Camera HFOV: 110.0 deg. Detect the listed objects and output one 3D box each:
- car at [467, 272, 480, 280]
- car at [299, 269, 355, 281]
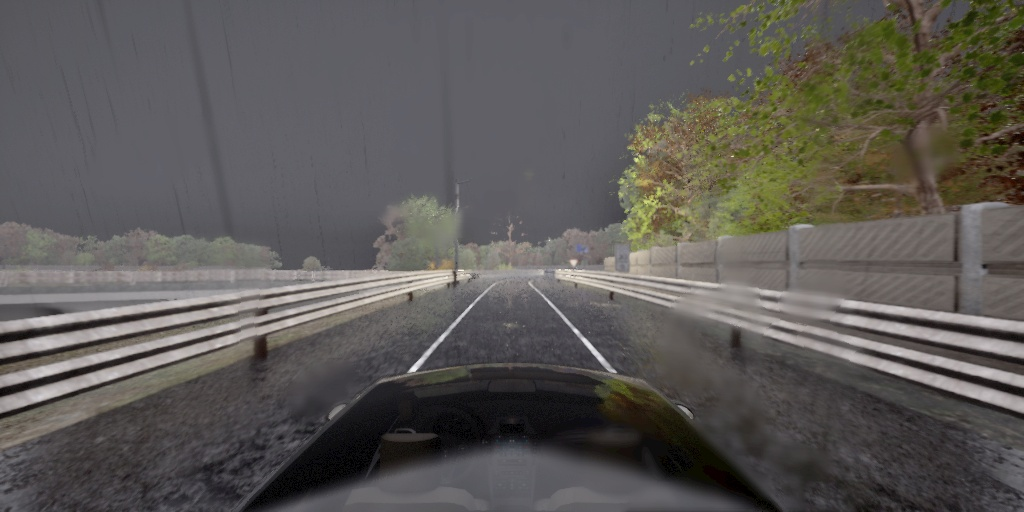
[{"bbox_3d":[-6.090,2.517,46.843,1.994,1.385,4.181,-2,-3,41],"label":"car"},{"bbox_3d":[-17.899,1.995,34.918,4.902,1.511,2.128,2,-3,-42],"label":"car"}]
